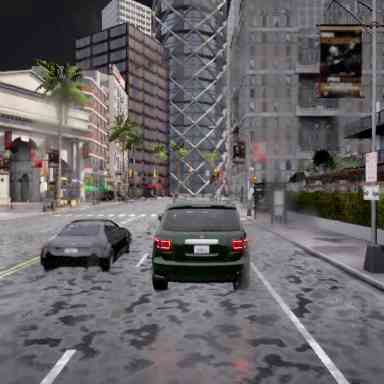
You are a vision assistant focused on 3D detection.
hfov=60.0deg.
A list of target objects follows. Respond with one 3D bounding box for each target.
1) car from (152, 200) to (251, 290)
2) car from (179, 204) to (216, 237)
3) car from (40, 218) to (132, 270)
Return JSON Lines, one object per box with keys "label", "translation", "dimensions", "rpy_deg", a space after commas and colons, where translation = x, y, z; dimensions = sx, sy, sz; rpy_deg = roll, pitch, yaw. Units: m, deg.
{"label": "car", "translation": [0.200, 1.221, 9.221], "dimensions": [2.150, 2.045, 5.566], "rpy_deg": [0, 0, 0]}
{"label": "car", "translation": [0.301, 1.505, 19.082], "dimensions": [1.837, 1.490, 4.892], "rpy_deg": [0, 0, 1]}
{"label": "car", "translation": [-3.273, 1.564, 11.022], "dimensions": [1.994, 1.385, 4.181], "rpy_deg": [0, 0, 0]}
